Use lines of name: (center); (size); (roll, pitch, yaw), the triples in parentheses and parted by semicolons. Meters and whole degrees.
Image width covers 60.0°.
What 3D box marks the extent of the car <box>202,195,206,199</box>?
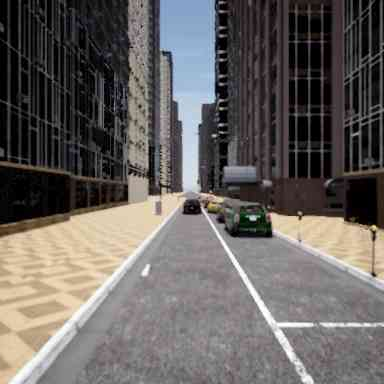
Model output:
car: (2.572, 1.505, 47.004); (1.887, 1.381, 4.507); (0, 0, 0)

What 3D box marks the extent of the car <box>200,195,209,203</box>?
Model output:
car: (2.577, 1.461, 69.380); (1.752, 1.417, 4.829); (0, 0, 0)

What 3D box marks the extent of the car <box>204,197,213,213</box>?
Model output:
car: (2.570, 1.496, 36.071); (1.752, 1.417, 4.829); (0, 0, 0)

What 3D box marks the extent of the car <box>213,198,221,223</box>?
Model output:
car: (2.992, 1.333, 25.454); (2.097, 1.767, 4.553); (0, 0, 0)

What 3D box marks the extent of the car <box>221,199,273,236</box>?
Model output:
car: (2.991, 1.339, 18.454); (2.097, 1.767, 4.553); (0, 0, 0)

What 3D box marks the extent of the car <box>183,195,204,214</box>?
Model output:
car: (0.015, 1.448, 35.393); (1.882, 1.535, 5.008); (0, 0, 1)

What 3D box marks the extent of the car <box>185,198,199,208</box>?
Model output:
car: (0.047, 1.522, 47.841); (1.994, 1.385, 4.181); (0, 0, 1)

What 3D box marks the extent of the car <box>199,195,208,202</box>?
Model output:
car: (2.577, 1.480, 74.761); (2.008, 1.369, 4.403); (0, 0, 0)
